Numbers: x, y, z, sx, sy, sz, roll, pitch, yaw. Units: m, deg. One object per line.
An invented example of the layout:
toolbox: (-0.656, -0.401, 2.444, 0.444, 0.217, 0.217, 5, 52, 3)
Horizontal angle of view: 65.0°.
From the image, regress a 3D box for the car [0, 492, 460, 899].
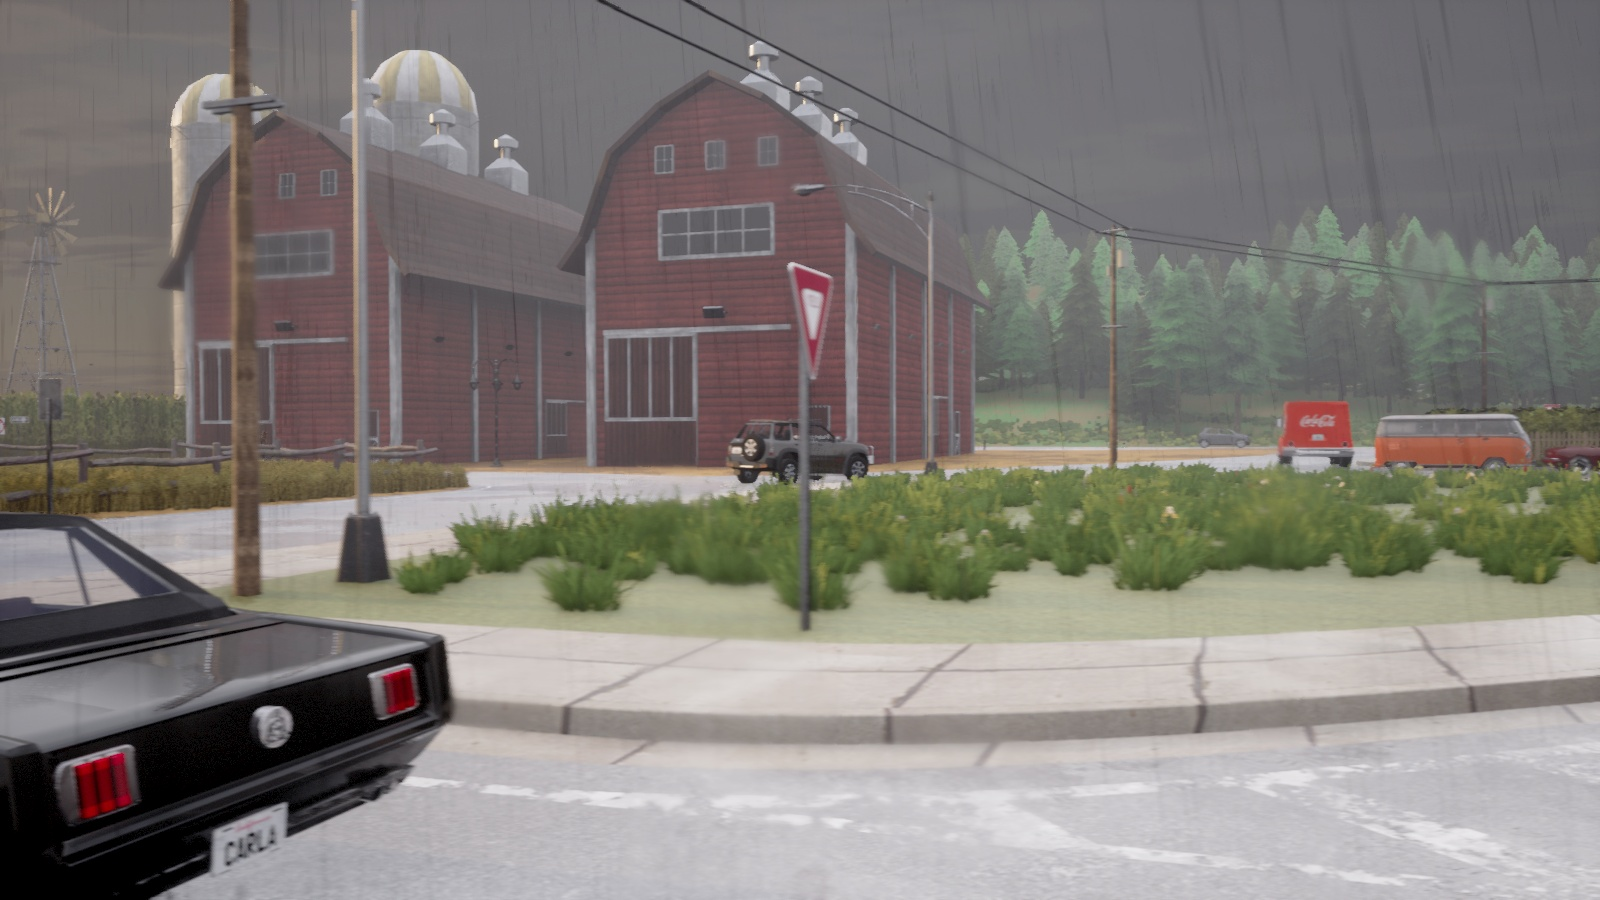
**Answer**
car: (-3.790, 0.841, 4.469, 4.718, 1.301, 1.895, 1, 1, 19)

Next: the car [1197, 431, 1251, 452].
car: (30.710, -0.642, 91.002, 3.633, 1.501, 1.845, 1, 1, 20)

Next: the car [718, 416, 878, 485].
car: (0.001, 0.030, 36.378, 1.932, 1.855, 4.605, 2, 0, 44)

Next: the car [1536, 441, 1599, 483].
car: (26.496, 0.382, 40.255, 4.718, 1.301, 1.895, 1, 1, 19)

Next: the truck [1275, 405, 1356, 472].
truck: (19.810, -0.467, 48.486, 2.627, 2.467, 5.204, 1, 1, 19)

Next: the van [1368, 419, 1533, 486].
van: (20.153, 0.031, 39.002, 4.442, 1.987, 1.775, 1, 1, 29)
